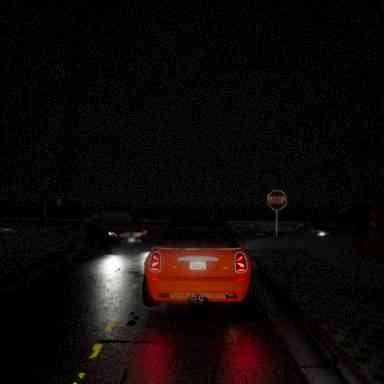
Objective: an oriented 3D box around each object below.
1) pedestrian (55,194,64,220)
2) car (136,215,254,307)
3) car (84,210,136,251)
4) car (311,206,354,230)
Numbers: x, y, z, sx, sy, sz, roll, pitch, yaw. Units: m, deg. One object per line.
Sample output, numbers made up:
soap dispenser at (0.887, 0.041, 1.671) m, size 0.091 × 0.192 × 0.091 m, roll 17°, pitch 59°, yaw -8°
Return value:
pedestrian at (-9.673, 1.069, 24.313) m, size 0.375 × 1.860 × 0.375 m, roll 0°, pitch -1°, yaw 0°
car at (0.182, 1.354, 8.150) m, size 2.097 × 1.767 × 4.553 m, roll 0°, pitch 0°, yaw 2°
car at (-3.408, 1.518, 14.410) m, size 1.812 × 1.442 × 4.674 m, roll 1°, pitch 0°, yaw -30°
car at (10.332, 1.635, 21.506) m, size 5.008 × 1.535 × 1.882 m, roll 1°, pitch 0°, yaw 0°
